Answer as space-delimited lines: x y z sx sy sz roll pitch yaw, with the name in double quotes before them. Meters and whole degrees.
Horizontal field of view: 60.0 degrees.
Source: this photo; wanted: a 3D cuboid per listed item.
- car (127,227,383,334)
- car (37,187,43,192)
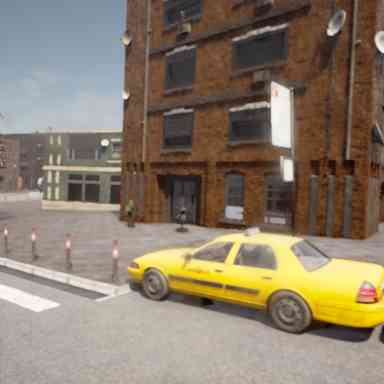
"car" 0.972 1.514 6.838 5.366 1.575 1.946 -1 0 36
"car" -33.275 -0.737 76.388 4.553 1.767 2.185 3 2 25
